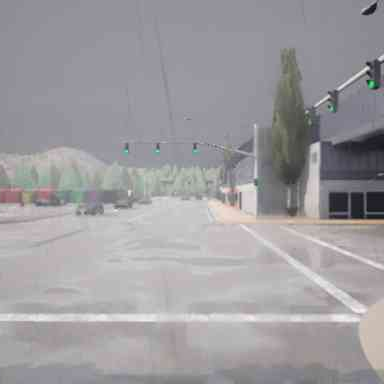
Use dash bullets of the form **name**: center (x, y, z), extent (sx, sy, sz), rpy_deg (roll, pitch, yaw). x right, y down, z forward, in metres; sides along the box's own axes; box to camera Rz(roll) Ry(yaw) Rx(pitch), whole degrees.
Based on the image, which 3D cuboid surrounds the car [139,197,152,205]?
- **car**: center (-9.516, 1.793, 68.459), extent (2.097, 1.767, 4.553), rpy_deg (0, 0, 2)

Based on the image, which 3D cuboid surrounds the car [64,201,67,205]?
- **car**: center (-24.674, 1.781, 59.916), extent (3.806, 1.475, 1.970), rpy_deg (0, 0, 0)

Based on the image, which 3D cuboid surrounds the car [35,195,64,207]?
- **car**: center (-24.698, 1.523, 57.023), extent (3.866, 1.878, 1.905), rpy_deg (0, 0, 0)

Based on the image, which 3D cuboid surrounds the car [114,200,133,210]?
- **car**: center (-10.178, 1.866, 49.752), extent (2.033, 1.411, 5.357), rpy_deg (0, 0, 2)

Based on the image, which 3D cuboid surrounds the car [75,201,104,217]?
- **car**: center (-10.585, 1.712, 34.763), extent (2.128, 1.511, 4.902), rpy_deg (0, 0, 1)
